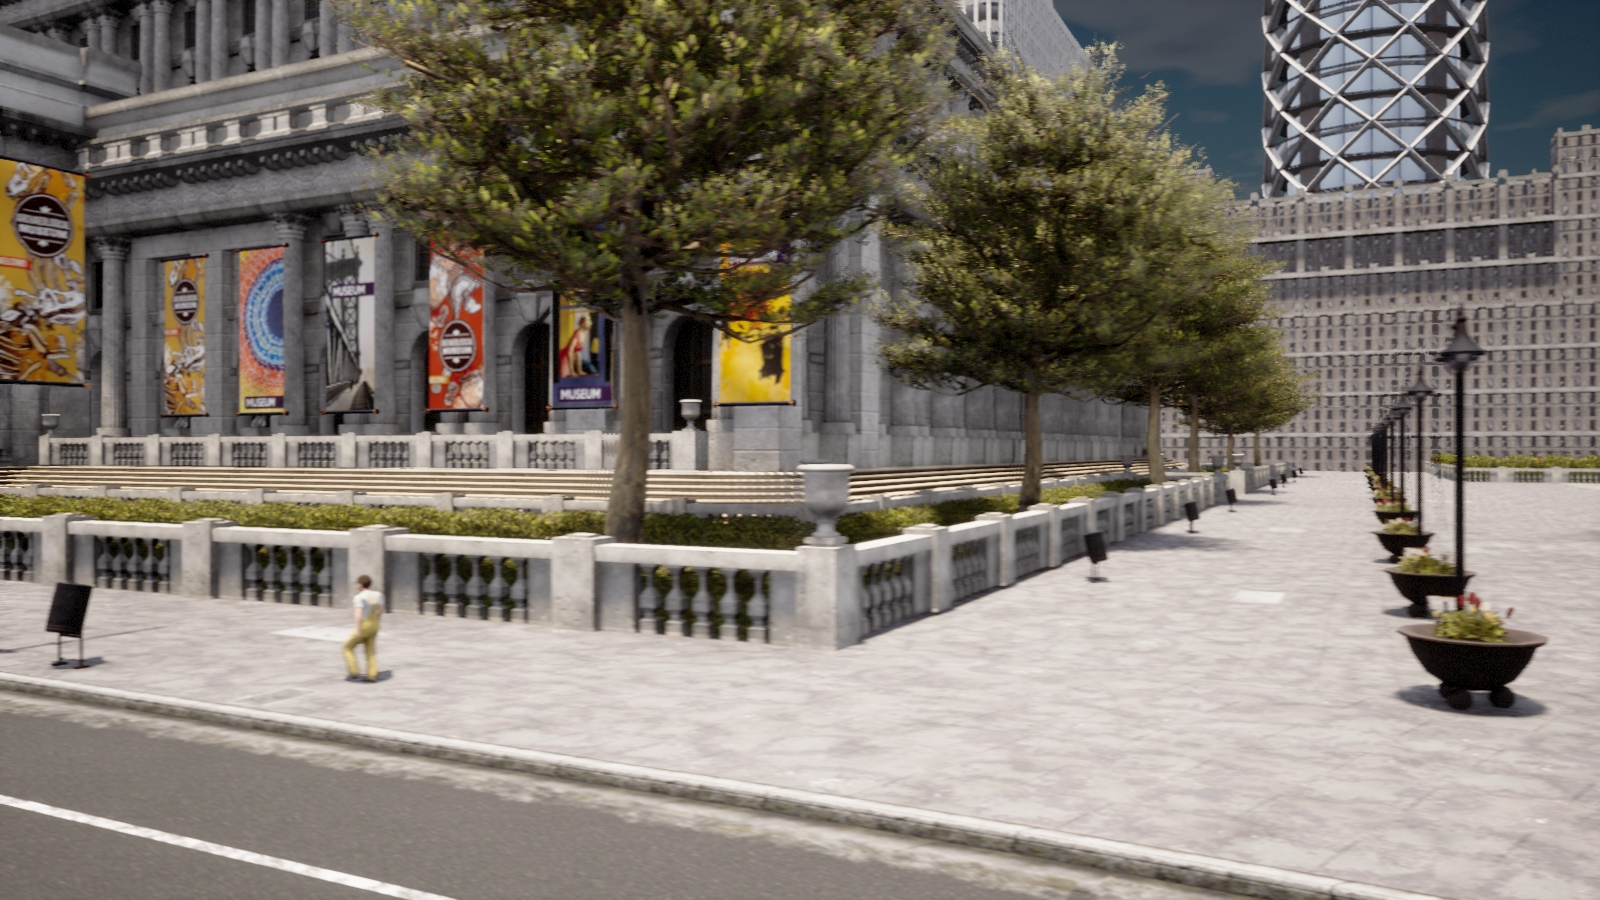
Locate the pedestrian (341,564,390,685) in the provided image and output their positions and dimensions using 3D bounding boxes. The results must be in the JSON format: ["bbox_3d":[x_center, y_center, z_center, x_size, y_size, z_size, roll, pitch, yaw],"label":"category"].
[{"bbox_3d":[-4.953,1.974,13.025,0.375,1.300,0.375,0,0,29],"label":"pedestrian"}]
